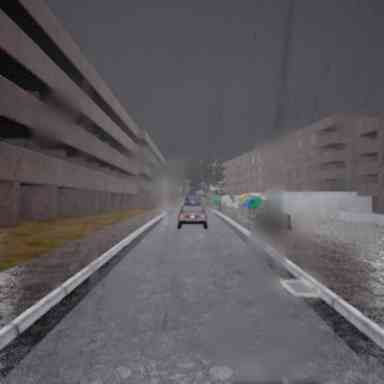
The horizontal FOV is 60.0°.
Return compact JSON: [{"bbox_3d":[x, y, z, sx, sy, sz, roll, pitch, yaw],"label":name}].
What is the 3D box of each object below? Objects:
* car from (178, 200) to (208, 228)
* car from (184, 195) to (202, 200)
[{"bbox_3d":[0.056,1.463,21.411,2.033,1.411,5.357,0,0,1],"label":"car"},{"bbox_3d":[0.115,1.461,42.889,2.150,2.045,5.566,0,-1,0],"label":"car"}]
